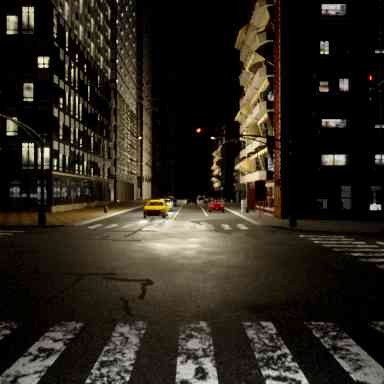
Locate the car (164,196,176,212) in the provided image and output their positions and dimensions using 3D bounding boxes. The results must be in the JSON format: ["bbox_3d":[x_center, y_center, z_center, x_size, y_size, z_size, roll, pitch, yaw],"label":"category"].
[{"bbox_3d":[-3.193,1.537,39.536,1.812,1.442,4.674,0,0,0],"label":"car"}]

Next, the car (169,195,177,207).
[{"bbox_3d":[-3.209,1.564,50.370,2.033,1.411,5.357,0,0,0],"label":"car"}]

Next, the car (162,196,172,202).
[{"bbox_3d":[-5.872,1.591,78.317,2.008,1.369,4.403,0,0,0],"label":"car"}]

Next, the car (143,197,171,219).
[{"bbox_3d":[-3.170,1.483,29.776,1.882,1.535,5.008,0,0,0],"label":"car"}]

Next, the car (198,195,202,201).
[{"bbox_3d":[2.562,1.572,55.743,2.008,1.369,4.403,0,0,0],"label":"car"}]

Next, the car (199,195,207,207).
[{"bbox_3d":[2.575,1.568,50.095,2.008,1.369,4.403,0,0,0],"label":"car"}]

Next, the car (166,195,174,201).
[{"bbox_3d":[-5.899,1.597,89.615,1.887,1.381,4.507,0,0,0],"label":"car"}]

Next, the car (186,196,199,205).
[{"bbox_3d":[-0.041,1.529,59.926,1.837,1.490,4.892,0,0,0],"label":"car"}]

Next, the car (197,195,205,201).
[{"bbox_3d":[2.481,1.492,89.635,1.967,1.590,4.097,0,0,0],"label":"car"}]

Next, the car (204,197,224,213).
[{"bbox_3d":[2.655,1.592,37.178,1.802,1.307,4.206,0,0,0],"label":"car"}]

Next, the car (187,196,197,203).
[{"bbox_3d":[-0.078,1.595,70.237,1.994,1.385,4.181,0,0,0],"label":"car"}]

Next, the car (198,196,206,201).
[{"bbox_3d":[2.494,1.628,83.986,1.802,1.307,4.206,0,0,0],"label":"car"}]
